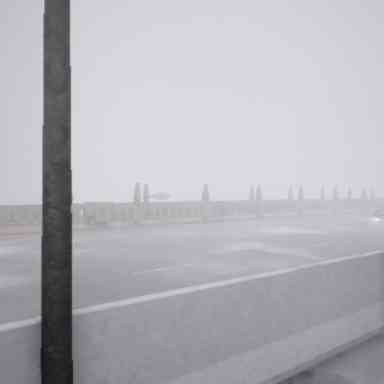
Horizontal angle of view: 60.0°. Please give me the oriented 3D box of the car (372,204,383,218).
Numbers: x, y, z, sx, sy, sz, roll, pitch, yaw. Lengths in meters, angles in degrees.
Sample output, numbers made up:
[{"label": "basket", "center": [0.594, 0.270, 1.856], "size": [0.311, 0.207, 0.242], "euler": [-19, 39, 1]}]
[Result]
[{"label": "car", "center": [17.844, 1.596, 29.503], "size": [4.181, 1.385, 1.994], "euler": [0, 0, -35]}]
